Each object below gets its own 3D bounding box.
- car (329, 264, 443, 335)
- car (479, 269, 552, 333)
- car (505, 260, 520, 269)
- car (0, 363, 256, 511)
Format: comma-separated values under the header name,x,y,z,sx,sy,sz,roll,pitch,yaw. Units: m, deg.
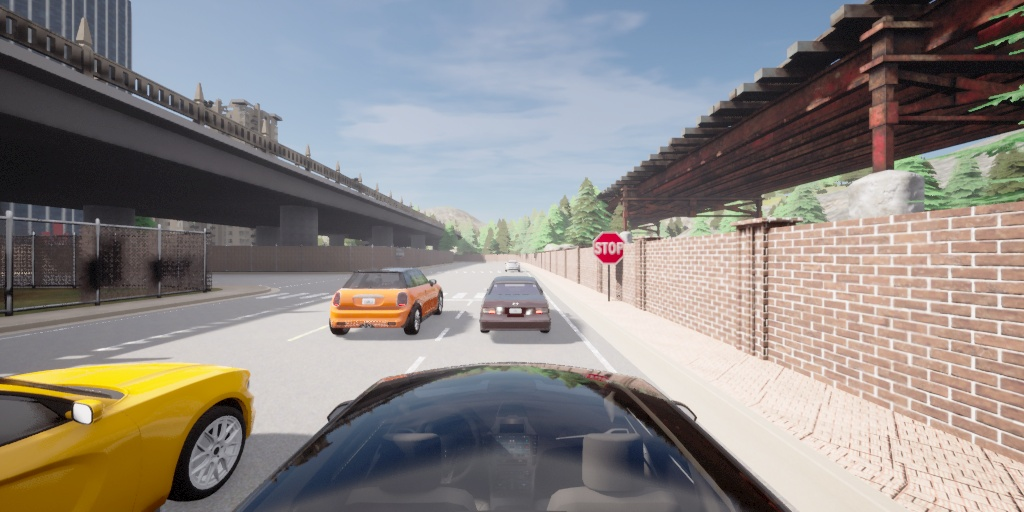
name,x,y,z,sx,sy,sz,roll,pitch,yaw
car,-3.423,1.102,10.670,2.097,1.767,4.553,0,0,0
car,0.078,1.297,10.693,2.033,1.411,5.357,0,0,0
car,0.086,1.276,45.542,1.812,1.442,4.674,0,0,-1
car,-3.399,1.228,1.413,1.882,1.535,5.008,0,0,0
